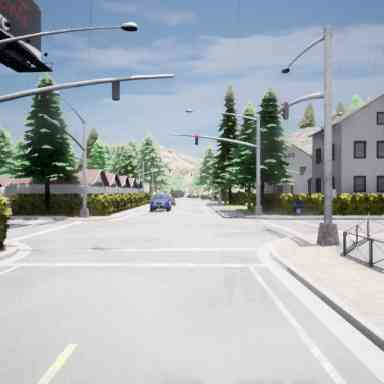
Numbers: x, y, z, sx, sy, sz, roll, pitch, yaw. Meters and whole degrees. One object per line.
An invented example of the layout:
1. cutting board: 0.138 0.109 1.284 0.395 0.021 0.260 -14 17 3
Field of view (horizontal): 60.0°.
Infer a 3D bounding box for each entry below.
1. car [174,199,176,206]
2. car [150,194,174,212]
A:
1. car: -3.577 1.564 52.921 1.994 1.385 4.181 0 0 0
2. car: -3.612 1.221 39.025 2.150 2.045 5.566 0 0 0
